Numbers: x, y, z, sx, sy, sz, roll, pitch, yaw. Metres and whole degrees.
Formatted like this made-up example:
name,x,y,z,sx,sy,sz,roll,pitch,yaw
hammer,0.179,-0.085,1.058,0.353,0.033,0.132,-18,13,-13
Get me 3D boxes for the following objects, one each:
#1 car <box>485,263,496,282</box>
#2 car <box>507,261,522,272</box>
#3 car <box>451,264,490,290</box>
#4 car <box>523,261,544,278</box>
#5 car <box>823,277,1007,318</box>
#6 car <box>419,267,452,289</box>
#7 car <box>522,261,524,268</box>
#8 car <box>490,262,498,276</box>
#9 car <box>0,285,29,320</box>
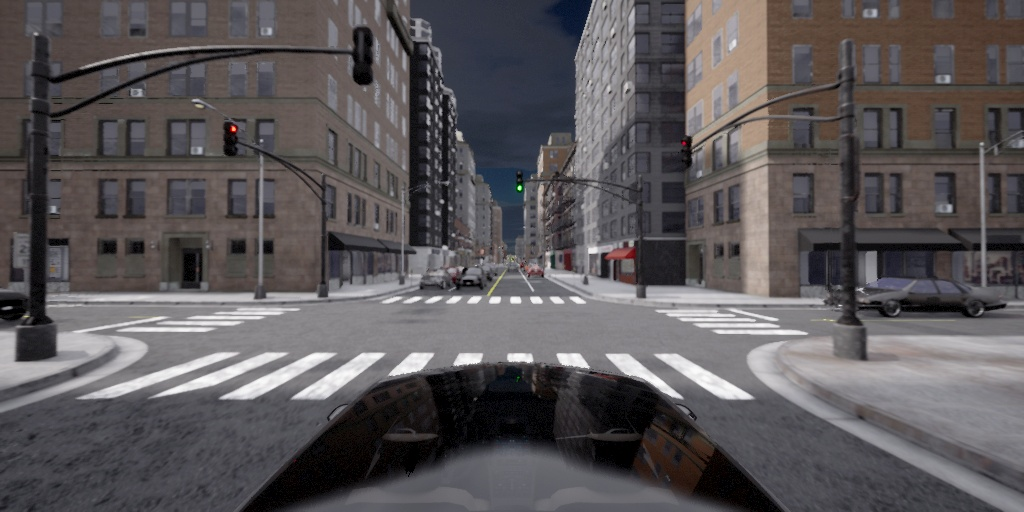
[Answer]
name,x,y,z,sx,sy,sz,roll,pitch,yaw
car,-2.820,1.663,34.961,1.837,1.490,4.892,0,-1,0
car,0.158,1.944,59.695,2.128,1.511,4.902,0,-1,0
car,-2.827,1.549,25.616,1.837,1.490,4.892,0,-1,0
car,2.678,1.682,41.909,1.967,1.591,4.097,0,0,0
car,15.220,1.520,13.680,5.357,1.411,2.033,0,-1,0
car,-5.364,1.594,25.564,2.007,1.370,4.403,0,0,0
car,3.043,1.757,55.574,2.097,1.767,4.553,0,-1,0
car,-2.793,1.772,45.195,2.128,1.511,4.902,0,-1,0
car,-17.507,1.296,10.720,4.892,1.490,1.837,0,-1,0
